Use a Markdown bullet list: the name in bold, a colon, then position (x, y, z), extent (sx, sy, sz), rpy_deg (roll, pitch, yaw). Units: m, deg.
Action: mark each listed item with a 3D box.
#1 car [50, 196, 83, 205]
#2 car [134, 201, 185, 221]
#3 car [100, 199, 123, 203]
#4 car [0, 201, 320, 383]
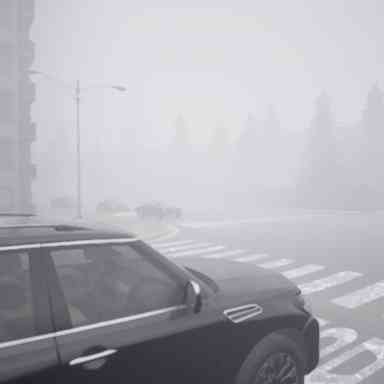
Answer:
- **car**: position (-15.381, 1.323, 40.844), extent (4.892, 1.490, 1.837), rpy_deg (0, 0, 33)
- **car**: position (-2.651, 1.399, 26.332), extent (1.895, 1.301, 4.718), rpy_deg (-1, 0, -36)
- **car**: position (-8.029, 1.364, 33.532), extent (1.994, 1.385, 4.181), rpy_deg (-1, 0, -39)
- **car**: position (-1.287, 1.216, 2.827), extent (5.566, 2.045, 2.150), rpy_deg (-1, 0, -35)
